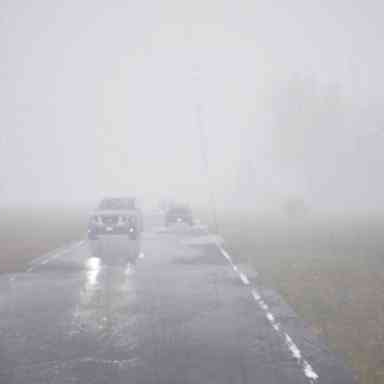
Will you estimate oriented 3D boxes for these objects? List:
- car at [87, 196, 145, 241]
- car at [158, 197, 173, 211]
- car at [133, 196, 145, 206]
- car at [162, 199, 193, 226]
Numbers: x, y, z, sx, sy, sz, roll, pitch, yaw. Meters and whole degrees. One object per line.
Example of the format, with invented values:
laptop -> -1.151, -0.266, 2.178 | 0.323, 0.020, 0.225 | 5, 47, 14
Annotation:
car -> -3.713, 1.228, 17.031 | 2.150, 2.045, 5.566 | 0, 0, -4
car -> -3.162, 1.357, 41.814 | 2.097, 1.767, 4.553 | 0, 0, -8
car -> -9.262, 1.487, 58.062 | 1.882, 1.535, 5.008 | 0, 0, -11
car -> -0.986, 1.507, 23.330 | 1.837, 1.490, 4.892 | 0, 0, -5
